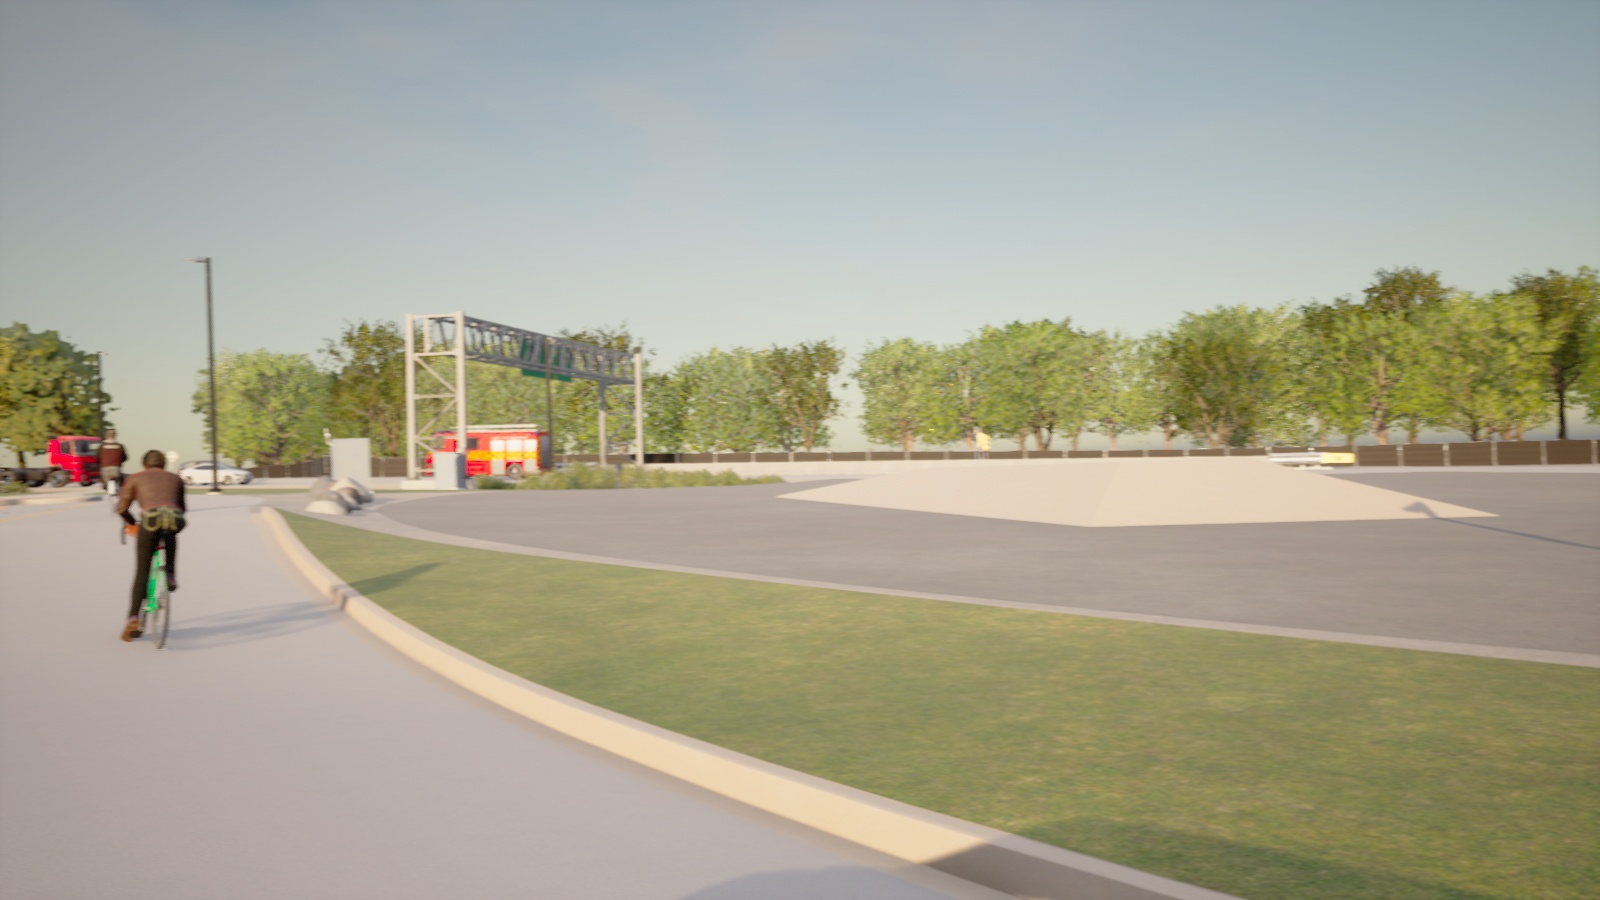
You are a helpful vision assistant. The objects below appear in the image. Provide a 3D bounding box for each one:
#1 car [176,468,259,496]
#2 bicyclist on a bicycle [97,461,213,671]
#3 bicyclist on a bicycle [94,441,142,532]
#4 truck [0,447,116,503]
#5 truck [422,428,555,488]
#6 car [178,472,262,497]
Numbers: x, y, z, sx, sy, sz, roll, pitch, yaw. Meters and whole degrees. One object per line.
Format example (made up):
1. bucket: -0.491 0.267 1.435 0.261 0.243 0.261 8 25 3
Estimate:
1. car: -39.162 2.143 84.525 4.611 1.667 2.242 -2 0 12
2. bicyclist on a bicycle: -5.478 0.920 10.622 0.582 1.620 1.656 2 -1 -36
3. bicyclist on a bicycle: -13.922 0.733 25.666 0.659 1.776 1.843 -3 0 -25
4. truck: -49.911 1.660 83.214 7.936 3.462 2.891 -2 0 12
5. truck: -21.808 0.589 88.024 8.468 3.827 2.891 -2 0 12
6. car: -37.198 2.228 80.534 4.674 1.442 1.812 -2 0 12
